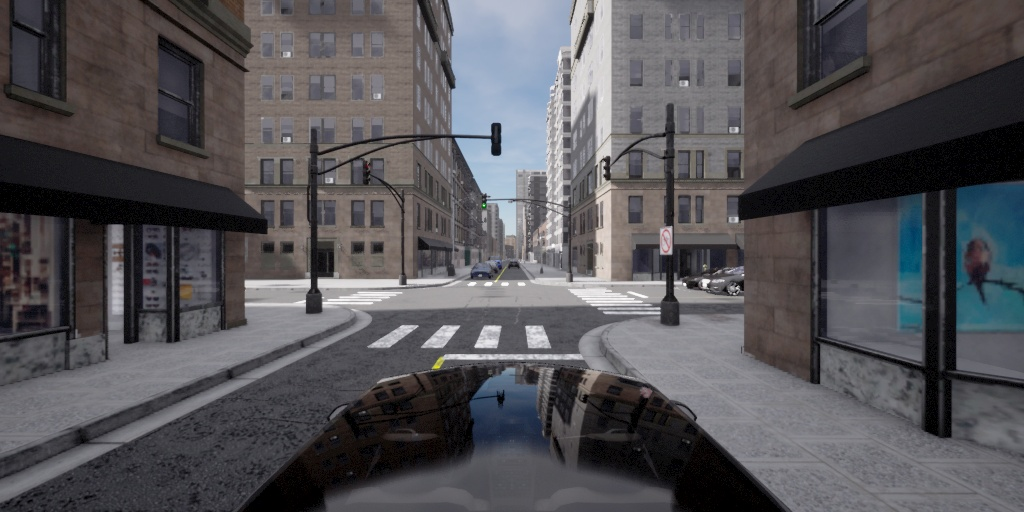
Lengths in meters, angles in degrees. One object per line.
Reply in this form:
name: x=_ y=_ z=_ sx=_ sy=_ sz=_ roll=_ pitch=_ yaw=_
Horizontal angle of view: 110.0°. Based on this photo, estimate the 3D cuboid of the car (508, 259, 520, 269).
car: x=0.321 y=1.315 z=60.147 sx=1.837 sy=1.490 sz=4.892 roll=0 pitch=-1 yaw=1

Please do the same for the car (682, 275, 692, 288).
car: x=12.441 y=1.320 z=21.302 sx=4.313 sy=1.339 sz=1.948 roll=0 pitch=0 yaw=0

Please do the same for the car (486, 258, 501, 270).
car: x=-2.688 y=1.308 z=43.742 sx=1.812 sy=1.442 sz=4.674 roll=0 pitch=0 yaw=0

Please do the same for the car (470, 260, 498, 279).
car: x=-2.729 y=1.316 z=33.454 sx=2.033 sy=1.411 sz=5.357 roll=0 pitch=0 yaw=0

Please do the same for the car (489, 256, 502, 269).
car: x=-2.639 y=1.021 z=54.076 sx=2.150 sy=2.045 sz=5.566 roll=0 pitch=0 yaw=0

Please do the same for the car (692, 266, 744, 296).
car: x=12.540 y=1.253 z=18.764 sx=4.902 sy=1.511 sz=2.128 roll=0 pitch=0 yaw=0
